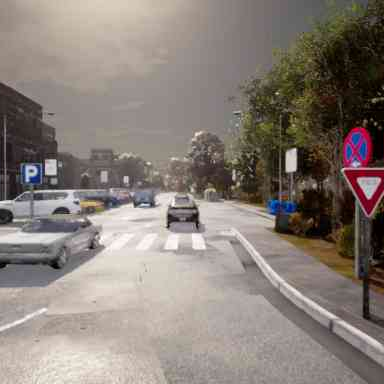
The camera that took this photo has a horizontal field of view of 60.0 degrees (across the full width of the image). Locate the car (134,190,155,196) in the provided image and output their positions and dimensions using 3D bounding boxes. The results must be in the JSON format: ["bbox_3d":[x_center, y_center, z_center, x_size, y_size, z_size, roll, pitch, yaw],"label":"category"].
[{"bbox_3d":[-12.461,0.356,87.506,4.892,1.521,2.231,-1,0,-22],"label":"car"}]

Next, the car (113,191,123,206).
[{"bbox_3d":[-10.613,0.953,36.503,5.008,1.535,2.097,-1,1,-22],"label":"car"}]

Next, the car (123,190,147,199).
[{"bbox_3d":[-11.818,0.415,69.503,4.553,1.767,2.185,-1,0,-22],"label":"car"}]

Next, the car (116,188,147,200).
[{"bbox_3d":[-11.565,0.356,63.533,5.566,2.045,2.435,-1,0,-22],"label":"car"}]

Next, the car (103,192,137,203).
[{"bbox_3d":[-11.131,0.782,51.528,4.792,1.488,2.163,-1,1,-22],"label":"car"}]

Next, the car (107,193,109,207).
[{"bbox_3d":[-10.401,1.075,30.505,4.674,1.452,2.002,-1,1,-22],"label":"car"}]

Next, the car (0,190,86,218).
[{"bbox_3d":[-10.067,0.908,21.473,5.566,2.045,2.435,-1,1,-22],"label":"car"}]

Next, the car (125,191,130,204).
[{"bbox_3d":[-10.839,0.911,42.510,4.674,1.452,2.002,-1,1,-22],"label":"car"}]

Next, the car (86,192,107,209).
[{"bbox_3d":[-10.108,1.070,27.572,5.366,1.575,1.946,-1,1,-22],"label":"car"}]

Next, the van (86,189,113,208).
[{"bbox_3d":[-10.618,0.770,33.452,4.442,1.987,1.878,-1,1,-22],"label":"van"}]

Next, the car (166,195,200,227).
[{"bbox_3d":[-0.548,1.189,20.195,2.128,1.511,4.902,0,1,-1],"label":"car"}]

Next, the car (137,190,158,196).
[{"bbox_3d":[-12.520,0.290,93.574,5.366,1.575,1.946,-1,0,-22],"label":"car"}]

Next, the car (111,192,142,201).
[{"bbox_3d":[-11.337,0.708,57.526,4.792,1.488,2.163,-1,0,-22],"label":"car"}]

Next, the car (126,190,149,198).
[{"bbox_3d":[-11.925,0.383,72.502,4.553,1.767,2.185,-1,0,-22],"label":"car"}]

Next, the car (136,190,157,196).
[{"bbox_3d":[-12.400,0.320,90.575,5.366,1.575,1.946,-1,0,-22],"label":"car"}]

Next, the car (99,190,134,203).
[{"bbox_3d":[-11.020,0.666,48.514,4.553,1.767,2.185,-1,1,-22],"label":"car"}]

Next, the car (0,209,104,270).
[{"bbox_3d":[-4.360,1.429,10.541,1.895,1.301,4.718,0,1,1],"label":"car"}]

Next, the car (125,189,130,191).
[{"bbox_3d":[-10.914,0.705,45.515,4.553,1.767,2.185,-1,1,-22],"label":"car"}]

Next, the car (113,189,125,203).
[{"bbox_3d":[-10.764,0.787,39.500,4.553,1.767,2.185,-1,1,-22],"label":"car"}]

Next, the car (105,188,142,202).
[{"bbox_3d":[-11.238,0.464,54.523,5.566,2.045,2.435,-1,1,-22],"label":"car"}]

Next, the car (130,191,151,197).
[{"bbox_3d":[-12.114,0.485,78.513,4.674,1.452,2.002,-1,0,-22],"label":"car"}]

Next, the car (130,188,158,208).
[{"bbox_3d":[-5.394,0.665,38.389,2.150,2.045,5.566,0,1,-2],"label":"car"}]
